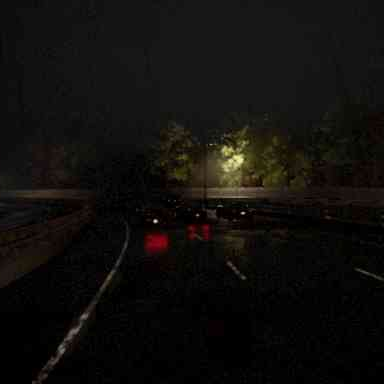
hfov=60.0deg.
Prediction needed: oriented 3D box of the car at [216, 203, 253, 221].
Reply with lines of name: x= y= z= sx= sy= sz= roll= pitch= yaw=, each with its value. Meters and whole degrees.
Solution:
car: x=3.383 y=1.582 z=27.293 sx=1.994 sy=1.385 sz=4.181 roll=0 pitch=0 yaw=-14

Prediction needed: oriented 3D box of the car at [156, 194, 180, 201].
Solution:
car: x=-3.373 y=1.296 z=46.491 sx=2.150 sy=2.045 sz=5.566 roll=0 pitch=0 yaw=-25

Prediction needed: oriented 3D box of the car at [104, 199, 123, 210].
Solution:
car: x=-10.796 y=1.675 z=45.585 sx=1.994 sy=1.385 sz=4.181 roll=0 pitch=0 yaw=-26

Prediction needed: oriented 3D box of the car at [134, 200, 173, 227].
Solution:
car: x=-2.776 y=1.550 z=22.998 sx=1.837 sy=1.490 sz=4.892 roll=0 pitch=0 yaw=-12

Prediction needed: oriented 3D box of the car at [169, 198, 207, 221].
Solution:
car: x=-0.193 y=1.528 z=27.181 sx=2.128 sy=1.511 sz=4.902 roll=0 pitch=0 yaw=-15

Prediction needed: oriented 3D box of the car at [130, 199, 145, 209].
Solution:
car: x=-7.131 y=1.658 z=46.048 sx=1.994 sy=1.385 sz=4.181 roll=0 pitch=0 yaw=-26
